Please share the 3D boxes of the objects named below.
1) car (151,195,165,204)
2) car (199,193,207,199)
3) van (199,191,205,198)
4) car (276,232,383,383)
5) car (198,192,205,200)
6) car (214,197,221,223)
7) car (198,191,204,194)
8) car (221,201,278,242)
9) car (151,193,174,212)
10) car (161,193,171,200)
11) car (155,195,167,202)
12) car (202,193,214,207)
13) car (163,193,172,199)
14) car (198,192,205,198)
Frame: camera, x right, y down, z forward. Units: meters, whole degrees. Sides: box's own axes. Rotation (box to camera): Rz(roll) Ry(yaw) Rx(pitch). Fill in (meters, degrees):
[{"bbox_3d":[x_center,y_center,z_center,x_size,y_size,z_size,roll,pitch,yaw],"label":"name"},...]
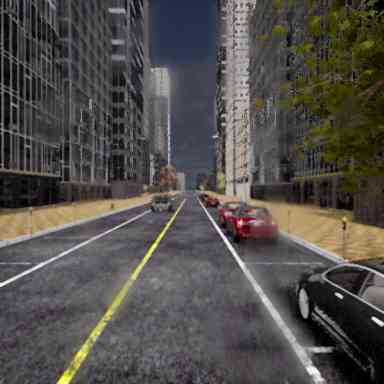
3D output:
[{"bbox_3d":[-5.702,1.158,55.520,1.887,1.381,4.507,0,0,0],"label":"car"},{"bbox_3d":[2.672,0.951,83.976,1.947,1.339,4.313,0,0,0],"label":"car"},{"bbox_3d":[2.672,0.679,89.668,1.690,1.788,3.998,0,0,0],"label":"van"},{"bbox_3d":[2.690,1.523,4.285,2.008,1.369,4.403,0,0,0],"label":"car"},{"bbox_3d":[2.677,1.135,61.208,1.947,1.339,4.313,0,0,0],"label":"car"},{"bbox_3d":[2.686,1.299,21.361,1.967,1.590,4.097,0,0,0],"label":"car"},{"bbox_3d":[2.675,1.044,72.592,1.947,1.339,4.313,0,0,0],"label":"car"},{"bbox_3d":[2.688,1.338,15.669,1.967,1.590,4.097,0,0,0],"label":"car"},{"bbox_3d":[-3.007,1.122,34.316,2.097,1.767,4.553,0,0,0],"label":"car"},{"bbox_3d":[-5.706,1.023,72.598,1.887,1.381,4.507,0,0,0],"label":"car"},{"bbox_3d":[-5.703,1.151,61.214,1.802,1.307,4.206,0,0,0],"label":"car"},{"bbox_3d":[2.681,1.245,44.131,1.887,1.381,4.507,0,0,0],"label":"car"},{"bbox_3d":[-5.707,0.998,78.290,1.947,1.339,4.313,0,0,0],"label":"car"},{"bbox_3d":[2.670,0.729,95.359,1.967,1.590,4.097,0,0,0],"label":"car"}]
